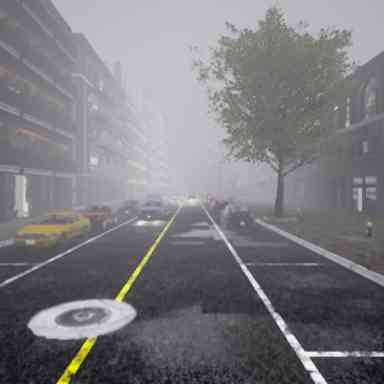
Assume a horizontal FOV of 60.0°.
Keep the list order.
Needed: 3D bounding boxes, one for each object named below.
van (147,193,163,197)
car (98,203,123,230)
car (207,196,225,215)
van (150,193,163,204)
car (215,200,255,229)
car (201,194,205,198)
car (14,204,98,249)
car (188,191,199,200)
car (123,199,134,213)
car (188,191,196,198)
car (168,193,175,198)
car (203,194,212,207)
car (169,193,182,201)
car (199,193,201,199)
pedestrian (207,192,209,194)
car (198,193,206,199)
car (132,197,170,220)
[{"bbox_3d":[-5.703,1.046,48.476,1.690,1.788,3.998,0,0,0],"label":"van"},{"bbox_3d":[-5.696,1.413,19.993,1.887,1.381,4.507,0,0,0],"label":"car"},{"bbox_3d":[2.682,1.344,31.384,1.887,1.381,4.507,0,0,0],"label":"car"},{"bbox_3d":[-5.704,1.016,54.172,1.690,1.788,3.998,0,0,0],"label":"van"},{"bbox_3d":[2.684,1.419,19.993,2.008,1.369,4.403,0,0,0],"label":"car"},{"bbox_3d":[2.678,1.249,48.475,1.887,1.381,4.507,0,0,0],"label":"car"},{"bbox_3d":[-5.696,1.432,14.126,1.752,1.417,4.829,0,0,0],"label":"car"},{"bbox_3d":[-0.013,0.950,73.294,2.128,1.511,4.902,0,0,0],"label":"car"},{"bbox_3d":[-5.699,1.365,31.386,1.947,1.339,4.313,0,0,0],"label":"car"},{"bbox_3d":[-0.016,0.642,90.648,2.150,2.045,5.566,0,0,0],"label":"car"},{"bbox_3d":[-5.711,1.071,94.050,1.802,1.307,4.206,0,0,0],"label":"car"},{"bbox_3d":[2.679,1.317,42.778,1.802,1.307,4.206,0,0,0],"label":"car"},{"bbox_3d":[-3.015,1.125,67.433,1.812,1.442,4.674,0,0,0],"label":"car"},{"bbox_3d":[2.672,1.119,82.655,1.802,1.307,4.206,0,0,0],"label":"car"},{"bbox_3d":[2.989,0.925,62.662,0.375,1.860,0.375,0,1,0],"label":"pedestrian"},{"bbox_3d":[2.671,1.078,88.352,1.947,1.339,4.313,0,0,0],"label":"car"},{"bbox_3d":[-3.105,1.375,26.671,2.033,1.411,5.357,0,0,0],"label":"car"}]
